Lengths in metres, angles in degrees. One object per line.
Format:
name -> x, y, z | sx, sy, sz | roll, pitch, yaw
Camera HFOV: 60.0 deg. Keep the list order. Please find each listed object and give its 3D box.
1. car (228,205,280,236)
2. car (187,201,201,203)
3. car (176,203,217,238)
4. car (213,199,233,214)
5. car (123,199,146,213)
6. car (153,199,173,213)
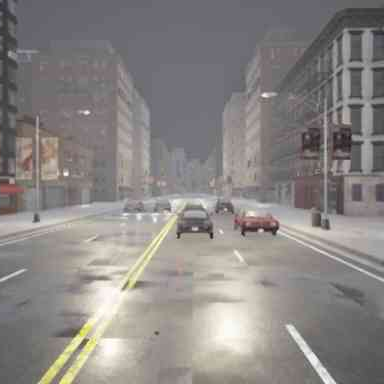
car -> 3.403, 1.621, 18.635 | 1.895, 1.301, 4.718 | 0, 0, 0
car -> 0.194, 1.629, 34.512 | 1.895, 1.301, 4.718 | 0, 0, 0
car -> 0.148, 1.540, 17.746 | 1.812, 1.442, 4.674 | 0, 0, 0
car -> 3.453, 1.539, 36.595 | 1.837, 1.490, 4.892 | 0, 0, 0
car -> -6.486, 1.548, 37.765 | 1.812, 1.442, 4.674 | 0, 0, 0
car -> -3.239, 1.552, 37.279 | 1.812, 1.442, 4.674 | 0, 0, 0
